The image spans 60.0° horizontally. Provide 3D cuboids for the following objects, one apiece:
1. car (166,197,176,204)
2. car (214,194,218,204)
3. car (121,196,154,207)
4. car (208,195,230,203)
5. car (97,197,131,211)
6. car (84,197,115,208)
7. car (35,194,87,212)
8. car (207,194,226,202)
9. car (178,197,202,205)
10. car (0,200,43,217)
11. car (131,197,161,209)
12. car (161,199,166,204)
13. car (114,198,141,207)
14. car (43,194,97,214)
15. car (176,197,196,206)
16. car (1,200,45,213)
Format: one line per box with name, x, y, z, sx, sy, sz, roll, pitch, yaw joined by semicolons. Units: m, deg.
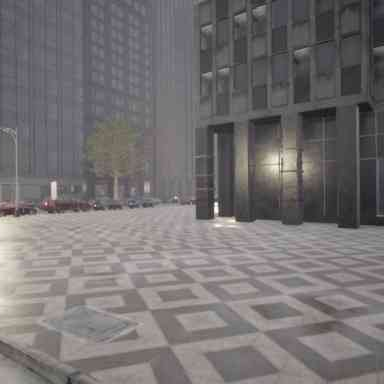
car;-3.908;1.576;62.599;1.947;1.339;4.313;-1;0;35
car;3.099;1.224;57.748;2.192;1.841;5.009;-1;0;35
car;-8.309;1.488;51.336;2.128;1.511;4.902;-1;0;35
car;5.373;1.418;65.560;2.128;1.511;4.902;-1;0;35
car;-9.722;1.526;39.192;1.947;1.339;4.313;-1;0;35
car;-13.528;1.486;48.681;1.967;1.590;4.097;-1;0;35
car;-15.845;1.256;40.481;2.150;2.045;5.566;-1;0;35
car;5.709;1.298;76.518;2.192;1.841;5.009;-1;0;35
car;-0.299;1.507;57.339;1.994;1.385;4.181;-1;0;34
car;-16.134;1.577;29.914;1.802;1.307;4.206;-1;0;35
car;-6.517;1.510;43.830;1.947;1.339;4.313;-1;0;35
car;-7.211;1.546;57.819;1.752;1.417;4.829;-1;0;35
car;-10.320;1.614;53.320;1.802;1.307;4.206;-1;0;35
car;-12.930;1.291;34.554;2.192;1.841;5.009;-1;0;35
car;-0.105;1.464;53.108;1.887;1.381;4.507;-1;0;35
car;-19.939;1.644;39.403;1.947;1.339;4.313;-1;0;35
